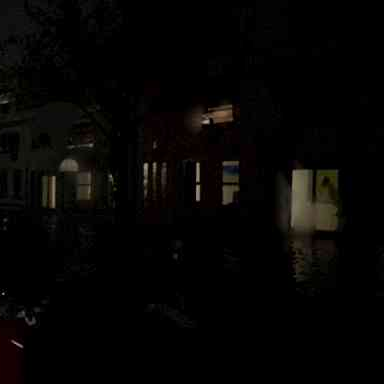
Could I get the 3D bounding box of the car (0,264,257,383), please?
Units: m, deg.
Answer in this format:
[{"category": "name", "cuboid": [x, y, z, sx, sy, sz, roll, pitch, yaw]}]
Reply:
[{"category": "car", "cuboid": [-1.339, 1.531, 3.824, 4.206, 1.307, 1.802, 1, 1, 35]}]
